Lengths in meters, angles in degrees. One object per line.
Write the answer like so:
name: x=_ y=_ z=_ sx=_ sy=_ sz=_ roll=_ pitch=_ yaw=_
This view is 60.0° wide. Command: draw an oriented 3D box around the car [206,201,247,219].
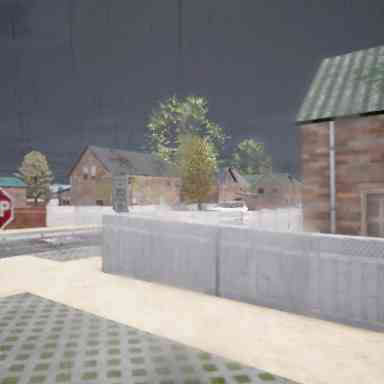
car: x=3.502 y=1.901 z=32.624 sx=2.150 sy=2.045 sz=5.566 roll=-1 pitch=-2 yaw=36

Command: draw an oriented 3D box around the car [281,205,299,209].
car: x=13.836 y=2.605 z=46.929 sx=1.882 sy=1.535 sz=5.008 roll=-1 pitch=-2 yaw=35
